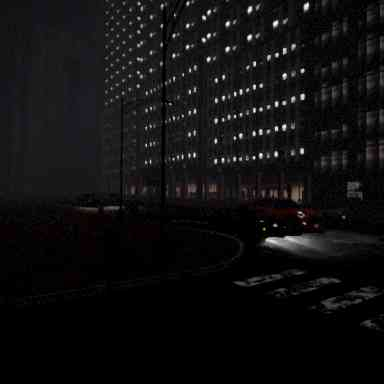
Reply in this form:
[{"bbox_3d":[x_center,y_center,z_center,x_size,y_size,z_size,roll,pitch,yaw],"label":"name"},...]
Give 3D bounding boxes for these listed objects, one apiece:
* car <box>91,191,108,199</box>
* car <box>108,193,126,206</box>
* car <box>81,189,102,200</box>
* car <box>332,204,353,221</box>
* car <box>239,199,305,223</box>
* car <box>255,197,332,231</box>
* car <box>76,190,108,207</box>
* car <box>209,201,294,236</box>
[{"bbox_3d":[-17.841,0.591,63.929,1.812,1.442,4.674,1,0,-35],"label":"car"},{"bbox_3d":[-9.499,0.911,40.307,1.812,1.442,4.674,1,1,-35],"label":"car"},{"bbox_3d":[-17.477,0.469,57.738,2.097,1.767,4.553,1,1,-35],"label":"car"},{"bbox_3d":[9.333,1.432,25.022,1.895,1.301,4.718,1,1,-35],"label":"car"},{"bbox_3d":[5.750,1.297,24.457,1.812,1.442,4.674,1,1,-35],"label":"car"},{"bbox_3d":[5.223,1.154,19.215,2.097,1.767,4.553,1,1,-35],"label":"car"},{"bbox_3d":[-11.592,0.846,37.622,1.882,1.535,5.008,1,1,-35],"label":"car"},{"bbox_3d":[2.737,1.336,17.096,1.994,1.385,4.181,1,1,-35],"label":"car"}]
